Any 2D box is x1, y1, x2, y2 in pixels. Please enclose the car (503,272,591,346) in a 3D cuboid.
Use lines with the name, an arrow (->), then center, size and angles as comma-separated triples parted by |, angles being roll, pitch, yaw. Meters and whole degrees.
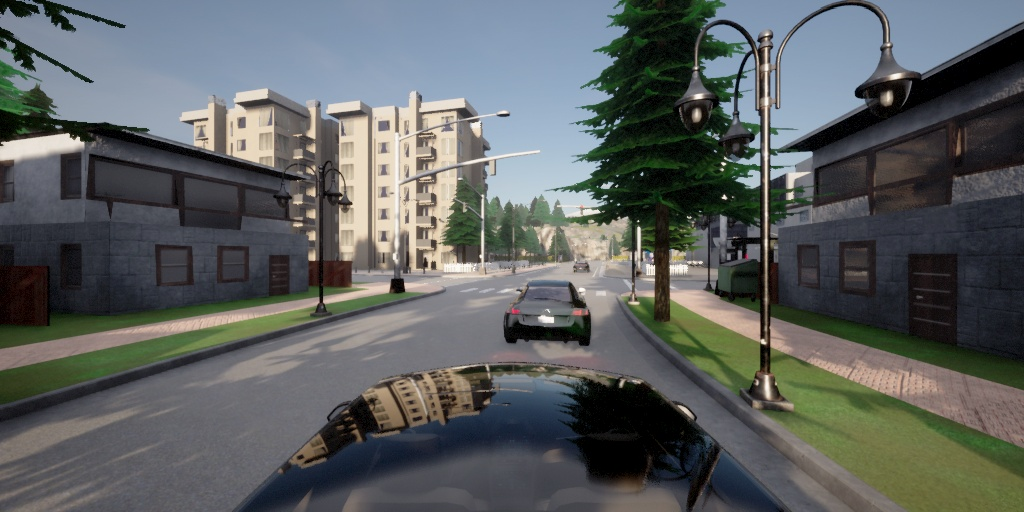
car -> 1.012, 1.314, 9.535 | 1.994, 1.385, 4.181 | 0, 0, 9

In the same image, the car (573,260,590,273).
car -> 8.697, 1.276, 44.639 | 2.128, 1.511, 4.902 | 0, 0, 14
